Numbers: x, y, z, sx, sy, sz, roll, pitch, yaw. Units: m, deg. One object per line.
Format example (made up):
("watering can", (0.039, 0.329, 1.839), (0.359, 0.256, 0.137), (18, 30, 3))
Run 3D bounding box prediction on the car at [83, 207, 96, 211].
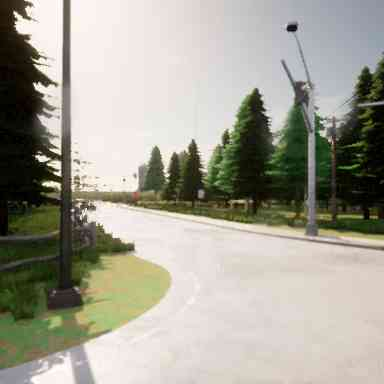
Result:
("car", (-15.523, 2.060, 49.689), (1.895, 1.301, 4.718), (0, -1, -22))
